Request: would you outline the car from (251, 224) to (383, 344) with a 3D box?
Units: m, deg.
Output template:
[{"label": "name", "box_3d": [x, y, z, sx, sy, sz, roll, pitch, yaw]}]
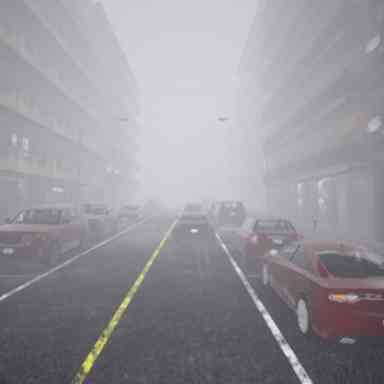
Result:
[{"label": "car", "box_3d": [2.582, 1.593, 6.518, 1.887, 1.381, 4.507, 1, 0, 0]}]

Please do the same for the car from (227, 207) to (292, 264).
[{"label": "car", "box_3d": [2.591, 1.531, 12.050, 1.967, 1.590, 4.097, 1, 0, 0]}]

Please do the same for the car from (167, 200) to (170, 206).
[{"label": "car", "box_3d": [-5.312, 2.183, 67.413, 1.802, 1.307, 4.206, 1, -1, 0]}]

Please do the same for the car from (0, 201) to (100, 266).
[{"label": "car", "box_3d": [-5.294, 1.406, 12.110, 2.192, 1.841, 5.009, 1, 0, 0]}]

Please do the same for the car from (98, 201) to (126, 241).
[{"label": "car", "box_3d": [-5.295, 1.449, 17.640, 2.192, 1.841, 5.009, 1, 0, 0]}]

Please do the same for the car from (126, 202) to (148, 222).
[{"label": "car", "box_3d": [-5.304, 1.790, 28.700, 1.947, 1.339, 4.313, 1, 0, 0]}]

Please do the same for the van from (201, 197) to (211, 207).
[{"label": "van", "box_3d": [2.540, 1.882, 61.831, 1.690, 1.788, 3.998, 1, -1, 0]}]

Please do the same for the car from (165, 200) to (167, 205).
[{"label": "car", "box_3d": [-5.308, 1.972, 50.820, 1.887, 1.381, 4.507, 1, -1, 0]}]

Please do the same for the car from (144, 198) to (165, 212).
[{"label": "car", "box_3d": [-5.301, 1.689, 45.291, 2.192, 1.841, 5.009, 1, -1, 0]}]

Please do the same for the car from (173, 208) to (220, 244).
[{"label": "car", "box_3d": [0.097, 1.689, 16.598, 1.994, 1.385, 4.181, 0, 0, 0]}]

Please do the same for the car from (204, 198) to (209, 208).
[{"label": "car", "box_3d": [2.544, 1.712, 34.174, 1.967, 1.590, 4.097, 1, -1, 0]}]

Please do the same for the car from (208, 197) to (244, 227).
[{"label": "car", "box_3d": [2.550, 1.492, 23.112, 2.192, 1.841, 5.009, 1, 0, 0]}]

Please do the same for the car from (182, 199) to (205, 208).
[{"label": "car", "box_3d": [0.093, 1.775, 34.073, 1.837, 1.490, 4.892, 0, 0, 0]}]

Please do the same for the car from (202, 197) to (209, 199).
[{"label": "car", "box_3d": [2.542, 1.798, 56.300, 2.192, 1.841, 5.009, 1, -1, 0]}]

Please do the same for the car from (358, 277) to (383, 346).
[{"label": "car", "box_3d": [2.583, 1.553, 0.988, 1.887, 1.381, 4.507, 1, 0, 0]}]
